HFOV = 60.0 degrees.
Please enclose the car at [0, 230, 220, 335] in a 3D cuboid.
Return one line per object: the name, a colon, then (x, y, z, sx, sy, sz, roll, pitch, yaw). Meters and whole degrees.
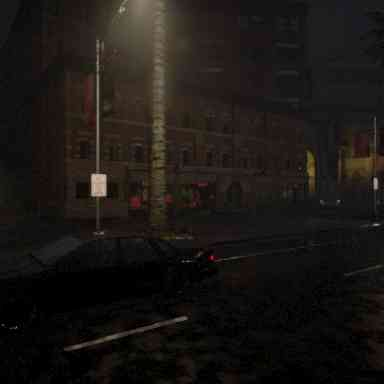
car: (-1.919, 1.547, 6.921, 5.357, 1.411, 2.033, 0, 0, -35)
